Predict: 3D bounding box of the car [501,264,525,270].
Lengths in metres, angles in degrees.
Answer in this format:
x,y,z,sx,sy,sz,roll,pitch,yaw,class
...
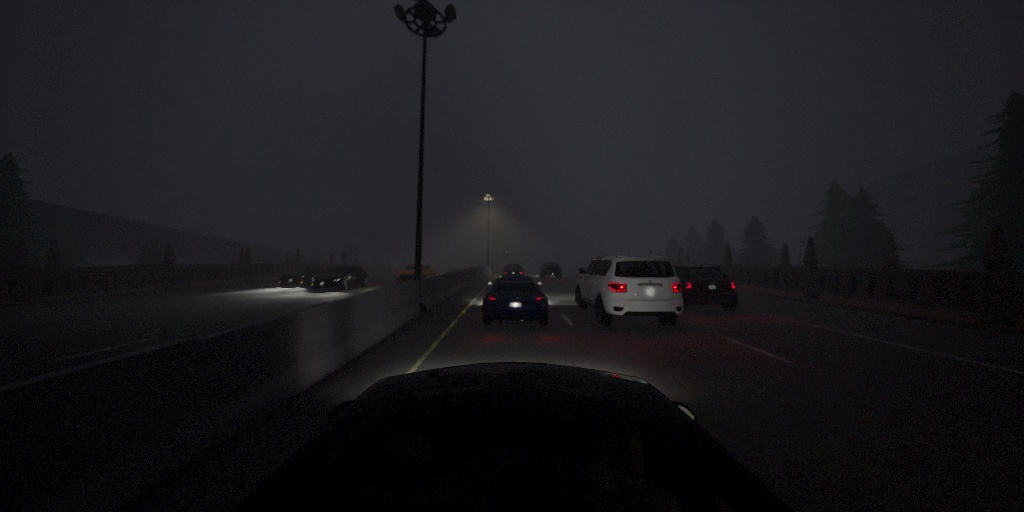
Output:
x,y,z,sx,sy,sz,roll,pitch,yaw,class
0.095,1.354,29.987,2.033,1.411,5.357,0,0,0,car

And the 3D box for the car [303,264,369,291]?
x,y,z,sx,sy,sz,roll,pitch,yaw,class
-10.603,1.296,22.419,1.837,1.490,4.892,0,0,0,car

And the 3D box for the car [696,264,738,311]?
x,y,z,sx,sy,sz,roll,pitch,yaw,class
7.097,1.128,14.830,2.097,1.767,4.553,0,0,0,car

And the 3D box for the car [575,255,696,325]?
x,y,z,sx,sy,sz,roll,pitch,yaw,class
3.598,0.992,12.016,2.150,2.045,5.566,0,0,0,car

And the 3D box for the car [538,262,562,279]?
x,y,z,sx,sy,sz,roll,pitch,yaw,class
3.594,1.324,34.022,1.837,1.490,4.892,0,0,0,car

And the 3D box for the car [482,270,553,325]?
x,y,z,sx,sy,sz,roll,pitch,yaw,class
0.098,1.335,12.008,1.994,1.385,4.181,0,0,0,car

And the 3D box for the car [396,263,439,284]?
x,y,z,sx,sy,sz,roll,pitch,yaw,class
-7.103,1.278,26.833,1.882,1.535,5.008,0,0,0,car

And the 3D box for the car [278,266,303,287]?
x,y,z,sx,sy,sz,roll,pitch,yaw,class
-14.102,1.360,24.820,1.994,1.385,4.181,0,0,0,car
